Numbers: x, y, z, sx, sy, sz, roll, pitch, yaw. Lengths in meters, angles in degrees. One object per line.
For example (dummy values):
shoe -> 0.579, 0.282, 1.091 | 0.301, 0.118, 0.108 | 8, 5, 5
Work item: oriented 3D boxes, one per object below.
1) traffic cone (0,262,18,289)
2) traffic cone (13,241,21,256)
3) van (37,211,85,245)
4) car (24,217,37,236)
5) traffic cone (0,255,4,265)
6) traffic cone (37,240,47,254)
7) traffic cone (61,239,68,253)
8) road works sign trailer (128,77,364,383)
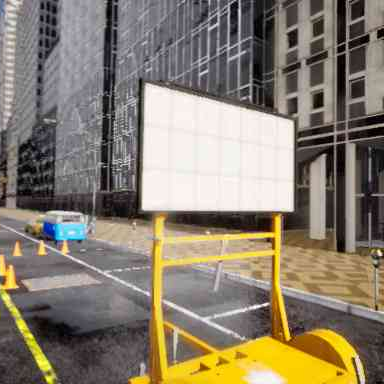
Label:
traffic cone -> -4.864, 2.257, 8.927 | 0.340, 0.580, 0.340 | 3, -3, -36
traffic cone -> -7.560, 2.437, 14.376 | 0.340, 0.580, 0.340 | 3, -3, -36
van -> -7.640, 2.040, 19.591 | 1.690, 1.788, 3.998 | 3, -3, -36
car -> -11.055, 2.362, 24.317 | 1.752, 1.417, 4.829 | 3, -3, -36
traffic cone -> -6.033, 2.304, 10.549 | 0.340, 0.580, 0.340 | 3, -3, -36
traffic cone -> -6.749, 2.476, 14.960 | 0.340, 0.580, 0.340 | 3, -3, -36
traffic cone -> -5.938, 2.515, 15.543 | 0.340, 0.580, 0.340 | 3, -3, -36
road works sign trailer -> 0.289, 0.652, 4.056 | 2.380, 3.560, 2.880 | 3, -3, -36
